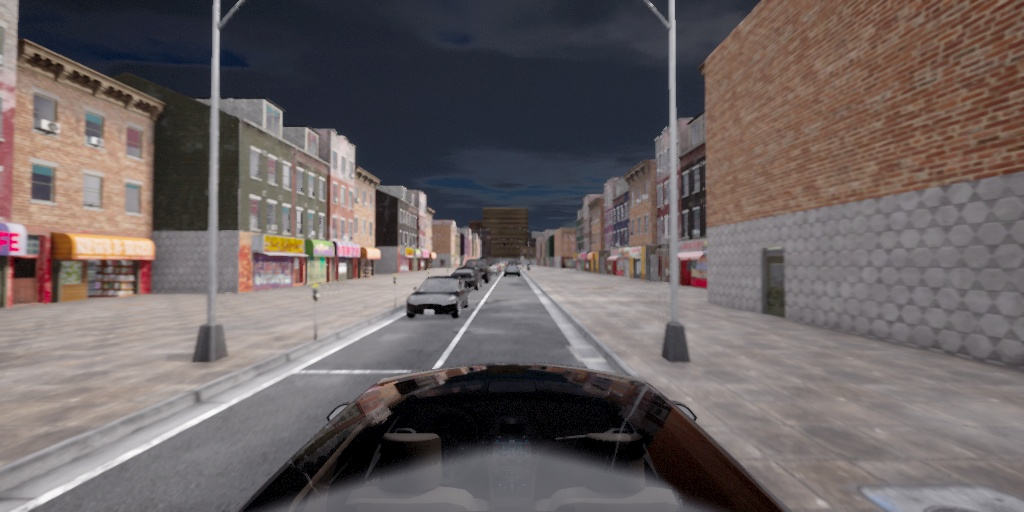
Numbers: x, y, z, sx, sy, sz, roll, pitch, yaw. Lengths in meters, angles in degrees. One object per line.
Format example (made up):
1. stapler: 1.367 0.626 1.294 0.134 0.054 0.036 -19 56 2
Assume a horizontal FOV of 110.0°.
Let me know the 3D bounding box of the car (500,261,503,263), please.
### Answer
1. car: -2.637 1.868 52.047 1.888 1.381 4.507 0 0 0

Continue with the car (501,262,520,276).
1. car: 0.037 1.801 45.259 1.994 1.385 4.181 0 -1 1

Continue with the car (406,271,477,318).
1. car: -2.637 1.433 13.594 1.948 1.339 4.313 0 0 0

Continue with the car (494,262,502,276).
1. car: -2.637 1.802 46.553 2.007 1.370 4.403 0 0 0

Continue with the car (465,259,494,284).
1. car: -2.981 1.291 31.344 2.150 2.045 5.566 0 -1 0

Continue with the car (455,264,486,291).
1. car: -3.020 1.486 24.310 1.837 1.490 4.892 0 -1 0

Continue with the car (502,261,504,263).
1. car: -2.637 1.942 57.541 1.888 1.381 4.507 0 0 0
